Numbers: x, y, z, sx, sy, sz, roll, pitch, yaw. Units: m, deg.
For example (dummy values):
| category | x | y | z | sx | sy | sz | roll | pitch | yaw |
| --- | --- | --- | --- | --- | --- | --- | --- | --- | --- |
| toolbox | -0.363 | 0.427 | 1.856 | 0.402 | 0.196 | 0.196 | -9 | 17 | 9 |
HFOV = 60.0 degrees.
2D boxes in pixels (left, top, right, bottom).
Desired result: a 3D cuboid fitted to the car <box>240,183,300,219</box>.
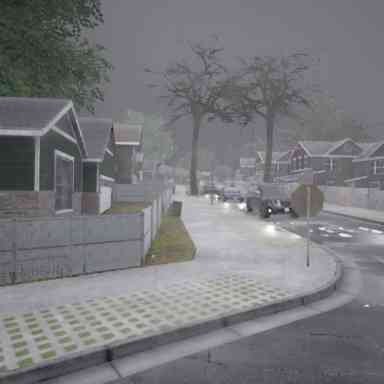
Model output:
| category | x | y | z | sx | sy | sz | roll | pitch | yaw |
| --- | --- | --- | --- | --- | --- | --- | --- | --- | --- |
| car | 5.008 | 0.477 | 21.149 | 2.150 | 2.045 | 5.566 | 1 | 3 | -6 |

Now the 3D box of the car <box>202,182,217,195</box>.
| category | x | y | z | sx | sy | sz | roll | pitch | yaw |
| --- | --- | --- | --- | --- | --- | --- | --- | --- | --- |
| car | 2.500 | -0.390 | 46.035 | 2.033 | 1.411 | 5.357 | 1 | 3 | -6 |

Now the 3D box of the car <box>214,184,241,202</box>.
| category | x | y | z | sx | sy | sz | roll | pitch | yaw |
| --- | --- | --- | --- | --- | --- | --- | --- | --- | --- |
| car | 3.787 | 0.208 | 33.147 | 1.812 | 1.442 | 4.674 | 1 | 3 | -6 |
